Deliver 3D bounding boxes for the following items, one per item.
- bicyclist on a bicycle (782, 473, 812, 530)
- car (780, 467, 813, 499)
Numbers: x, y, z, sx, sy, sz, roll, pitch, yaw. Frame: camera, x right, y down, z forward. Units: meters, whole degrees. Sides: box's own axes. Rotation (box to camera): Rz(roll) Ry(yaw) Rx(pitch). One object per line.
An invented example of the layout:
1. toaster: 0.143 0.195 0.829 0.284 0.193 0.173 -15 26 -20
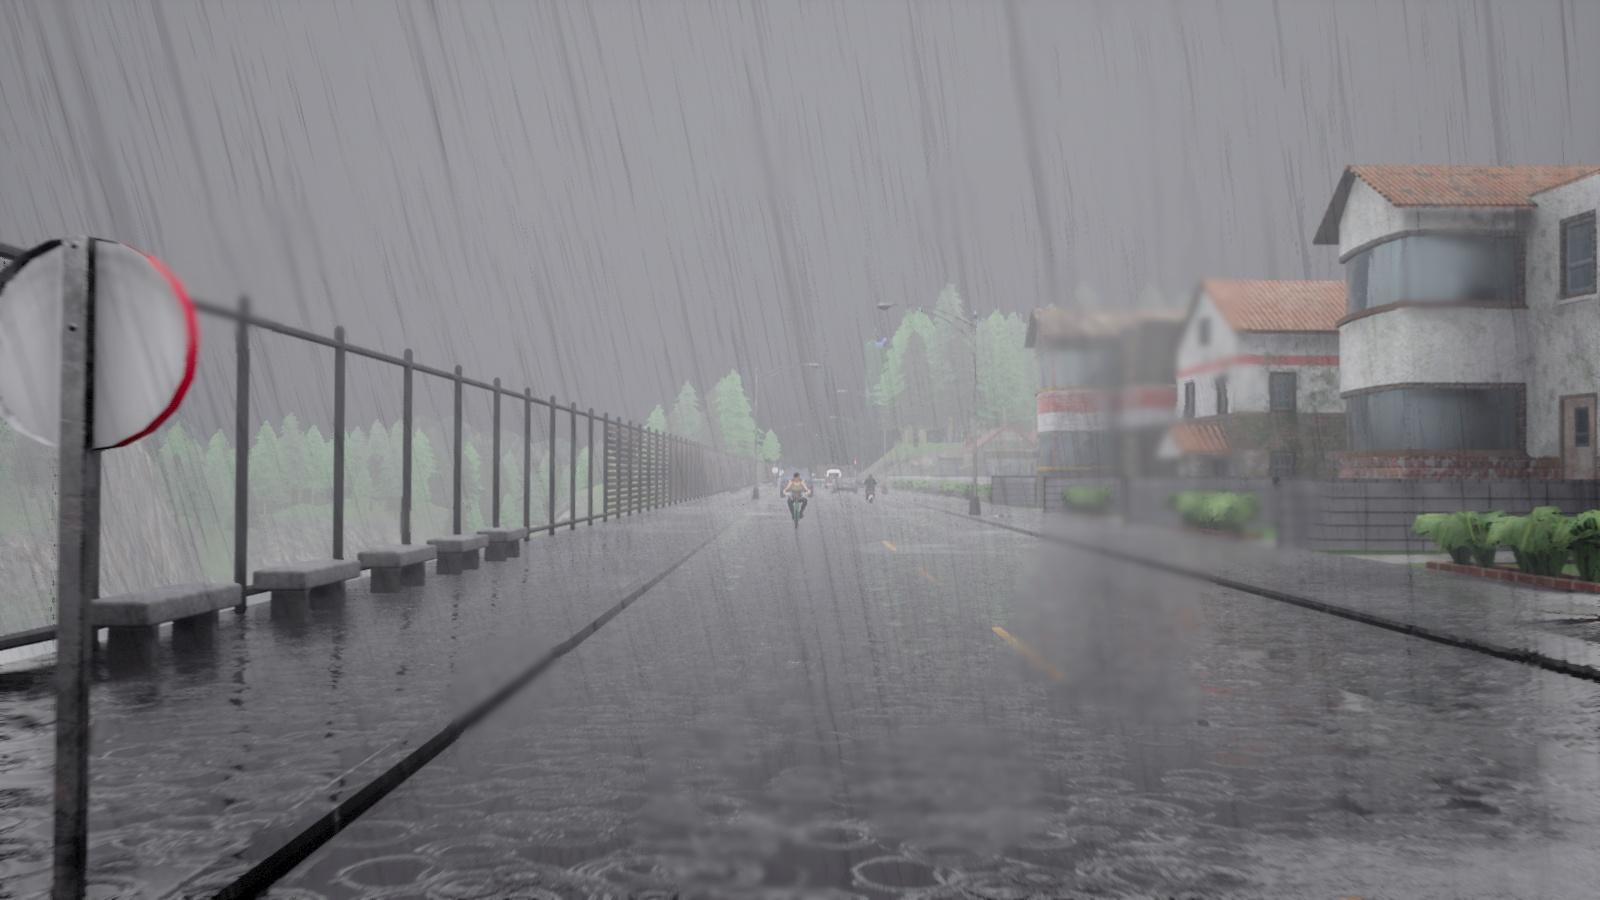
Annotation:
1. bicyclist on a bicycle: -0.085 1.473 36.427 0.866 1.612 1.509 0 -1 0
2. car: -0.209 2.210 84.847 2.150 2.045 5.566 0 -1 0
